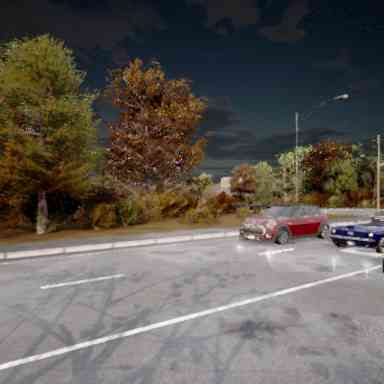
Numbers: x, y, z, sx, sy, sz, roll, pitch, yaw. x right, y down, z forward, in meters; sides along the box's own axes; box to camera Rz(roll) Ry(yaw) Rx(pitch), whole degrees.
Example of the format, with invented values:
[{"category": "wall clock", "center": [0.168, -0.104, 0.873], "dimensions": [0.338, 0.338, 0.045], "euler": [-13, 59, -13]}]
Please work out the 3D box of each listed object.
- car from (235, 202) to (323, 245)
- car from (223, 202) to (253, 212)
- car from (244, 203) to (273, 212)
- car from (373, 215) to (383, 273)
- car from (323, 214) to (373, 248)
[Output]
[{"category": "car", "center": [4.405, 1.371, 15.665], "dimensions": [4.553, 1.767, 2.097], "euler": [0, 0, -35]}, {"category": "car", "center": [7.313, 2.458, 53.413], "dimensions": [2.128, 1.511, 4.902], "euler": [0, -3, -32]}, {"category": "car", "center": [10.816, 2.527, 54.415], "dimensions": [1.895, 1.301, 4.718], "euler": [0, -3, -32]}, {"category": "car", "center": [7.028, 1.367, 8.738], "dimensions": [4.553, 1.767, 2.097], "euler": [0, 0, -35]}, {"category": "car", "center": [7.769, 1.626, 13.753], "dimensions": [4.718, 1.301, 1.895], "euler": [0, 0, -35]}]
